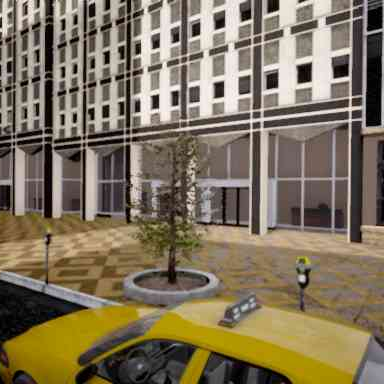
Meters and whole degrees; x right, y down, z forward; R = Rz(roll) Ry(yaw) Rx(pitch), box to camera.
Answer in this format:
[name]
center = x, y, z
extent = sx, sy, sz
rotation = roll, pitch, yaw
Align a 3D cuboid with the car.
[car]
center = 0.164, 1.522, 2.742
extent = 4.829, 1.417, 1.752
rotation = 0, 1, 35
